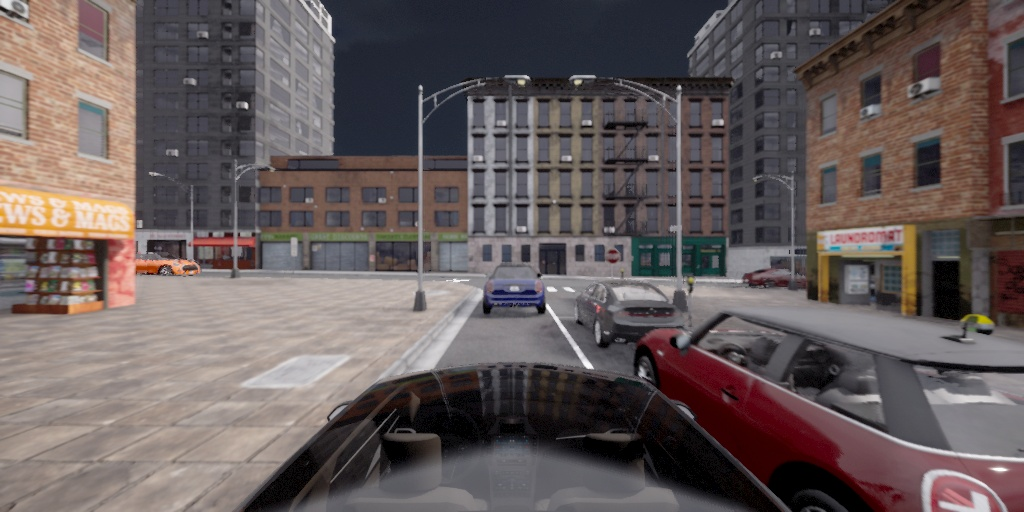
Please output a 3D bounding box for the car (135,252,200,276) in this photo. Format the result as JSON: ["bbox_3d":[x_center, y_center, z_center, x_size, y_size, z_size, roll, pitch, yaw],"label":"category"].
[{"bbox_3d":[-24.737,0.543,25.178,4.553,1.767,2.097,1,0,0],"label":"car"}]

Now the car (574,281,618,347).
[{"bbox_3d":[2.634,1.263,8.915,2.007,1.370,4.403,0,0,0],"label":"car"}]

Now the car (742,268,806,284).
[{"bbox_3d":[18.644,1.602,25.007,4.674,1.442,1.812,1,0,0],"label":"car"}]

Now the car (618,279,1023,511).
[{"bbox_3d":[2.637,1.181,3.411,1.967,1.591,4.097,0,0,0],"label":"car"}]

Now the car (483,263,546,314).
[{"bbox_3d":[0.072,1.041,13.611,2.097,1.767,4.553,0,0,0],"label":"car"}]
